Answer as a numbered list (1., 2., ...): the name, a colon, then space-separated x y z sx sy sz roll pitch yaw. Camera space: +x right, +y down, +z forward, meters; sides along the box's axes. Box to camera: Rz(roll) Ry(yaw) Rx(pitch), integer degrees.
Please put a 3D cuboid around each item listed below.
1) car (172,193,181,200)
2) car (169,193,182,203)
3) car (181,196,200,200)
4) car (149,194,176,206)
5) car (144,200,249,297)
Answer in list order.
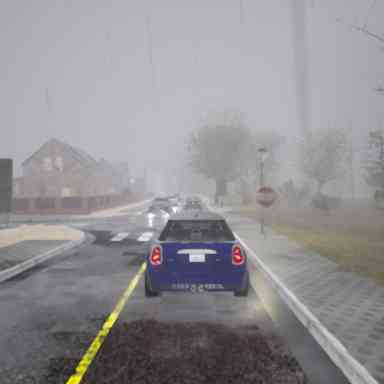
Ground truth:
1. car: -2.791 1.092 43.159 1.812 1.442 4.674 0 0 0
2. car: -2.742 0.973 54.792 1.837 1.490 4.892 0 1 1
3. car: 0.138 1.180 35.866 2.033 1.411 5.357 0 1 0
4. car: -2.940 1.193 32.128 1.812 1.442 4.674 0 0 4
5. car: 0.100 1.257 8.479 2.097 1.767 4.553 0 1 0
